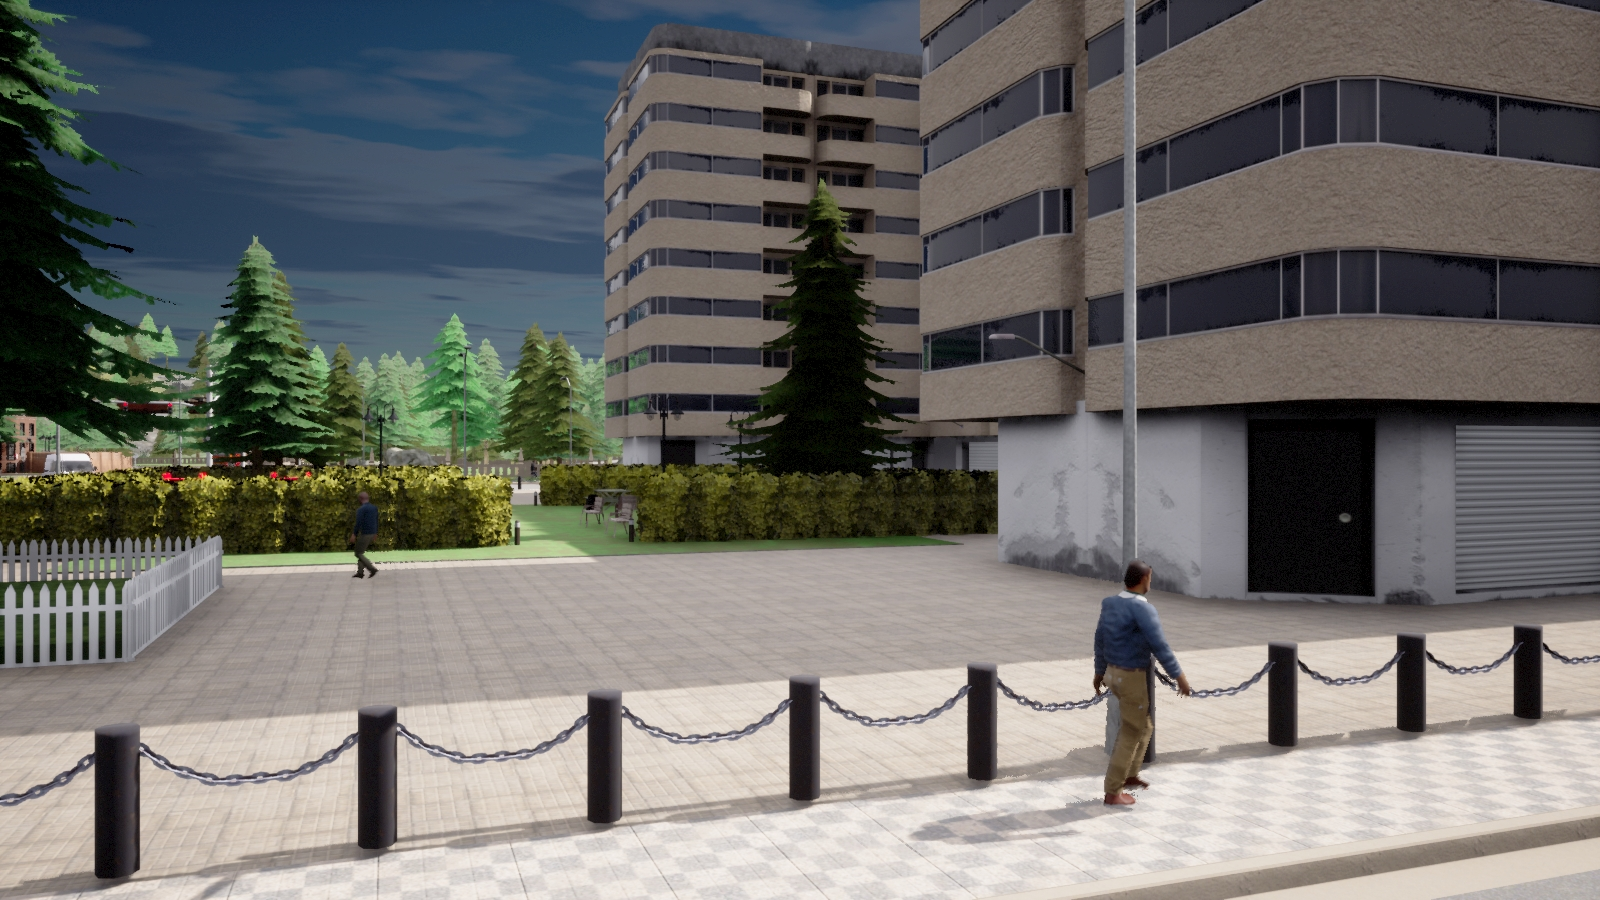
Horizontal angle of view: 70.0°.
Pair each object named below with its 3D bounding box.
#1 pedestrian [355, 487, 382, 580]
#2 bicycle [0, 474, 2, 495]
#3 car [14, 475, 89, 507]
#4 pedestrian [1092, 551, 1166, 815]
[{"bbox_3d":[-8.731,1.685,23.126,0.375,1.860,0.375,0,0,15],"label":"pedestrian"},{"bbox_3d":[-50.072,2.156,71.012,0.373,1.296,1.643,0,0,-20],"label":"bicycle"},{"bbox_3d":[-38.243,2.063,58.523,2.163,1.488,4.792,0,0,-20],"label":"car"},{"bbox_3d":[2.436,1.699,8.472,0.375,1.860,0.375,0,0,-22],"label":"pedestrian"}]
